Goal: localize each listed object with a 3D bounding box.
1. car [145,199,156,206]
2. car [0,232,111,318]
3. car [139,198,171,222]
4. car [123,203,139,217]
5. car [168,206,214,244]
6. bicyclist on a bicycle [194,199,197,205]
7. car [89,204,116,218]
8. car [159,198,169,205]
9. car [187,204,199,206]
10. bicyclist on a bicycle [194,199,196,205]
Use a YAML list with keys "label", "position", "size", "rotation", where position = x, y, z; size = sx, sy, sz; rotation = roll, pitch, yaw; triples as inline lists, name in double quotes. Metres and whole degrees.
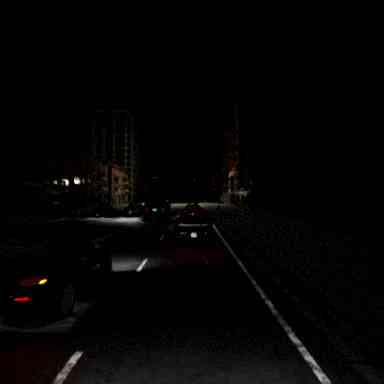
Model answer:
- label: "car"
  position: [-9.795, 2.526, 79.027]
  size: [1.837, 1.490, 4.892]
  rotation: [0, -1, 0]
- label: "car"
  position: [-3.203, 1.630, 7.518]
  size: [1.812, 1.442, 4.674]
  rotation: [0, -1, 0]
- label: "car"
  position: [-3.169, 1.651, 30.781]
  size: [2.150, 2.045, 5.566]
  rotation: [0, -1, 0]
- label: "car"
  position: [-6.613, 2.020, 38.042]
  size: [2.128, 1.511, 4.902]
  rotation: [0, -1, 0]
- label: "car"
  position: [0.088, 1.731, 17.240]
  size: [2.128, 1.511, 4.902]
  rotation: [0, -1, 0]
- label: "bicyclist on a bicycle"
  position: [0.844, 2.601, 83.173]
  size: [0.866, 1.612, 1.509]
  rotation: [0, -1, 0]
- label: "car"
  position: [-9.866, 2.066, 37.292]
  size: [2.033, 1.411, 5.357]
  rotation: [0, -1, 0]
- label: "car"
  position: [-6.545, 2.213, 78.754]
  size: [1.837, 1.490, 4.892]
  rotation: [0, -1, 0]
- label: "car"
  position: [0.080, 2.001, 34.204]
  size: [1.812, 1.442, 4.674]
  rotation: [0, -1, 0]
- label: "bicyclist on a bicycle"
  position: [0.843, 2.740, 92.175]
  size: [0.582, 1.620, 1.656]
  rotation: [0, -1, 0]
